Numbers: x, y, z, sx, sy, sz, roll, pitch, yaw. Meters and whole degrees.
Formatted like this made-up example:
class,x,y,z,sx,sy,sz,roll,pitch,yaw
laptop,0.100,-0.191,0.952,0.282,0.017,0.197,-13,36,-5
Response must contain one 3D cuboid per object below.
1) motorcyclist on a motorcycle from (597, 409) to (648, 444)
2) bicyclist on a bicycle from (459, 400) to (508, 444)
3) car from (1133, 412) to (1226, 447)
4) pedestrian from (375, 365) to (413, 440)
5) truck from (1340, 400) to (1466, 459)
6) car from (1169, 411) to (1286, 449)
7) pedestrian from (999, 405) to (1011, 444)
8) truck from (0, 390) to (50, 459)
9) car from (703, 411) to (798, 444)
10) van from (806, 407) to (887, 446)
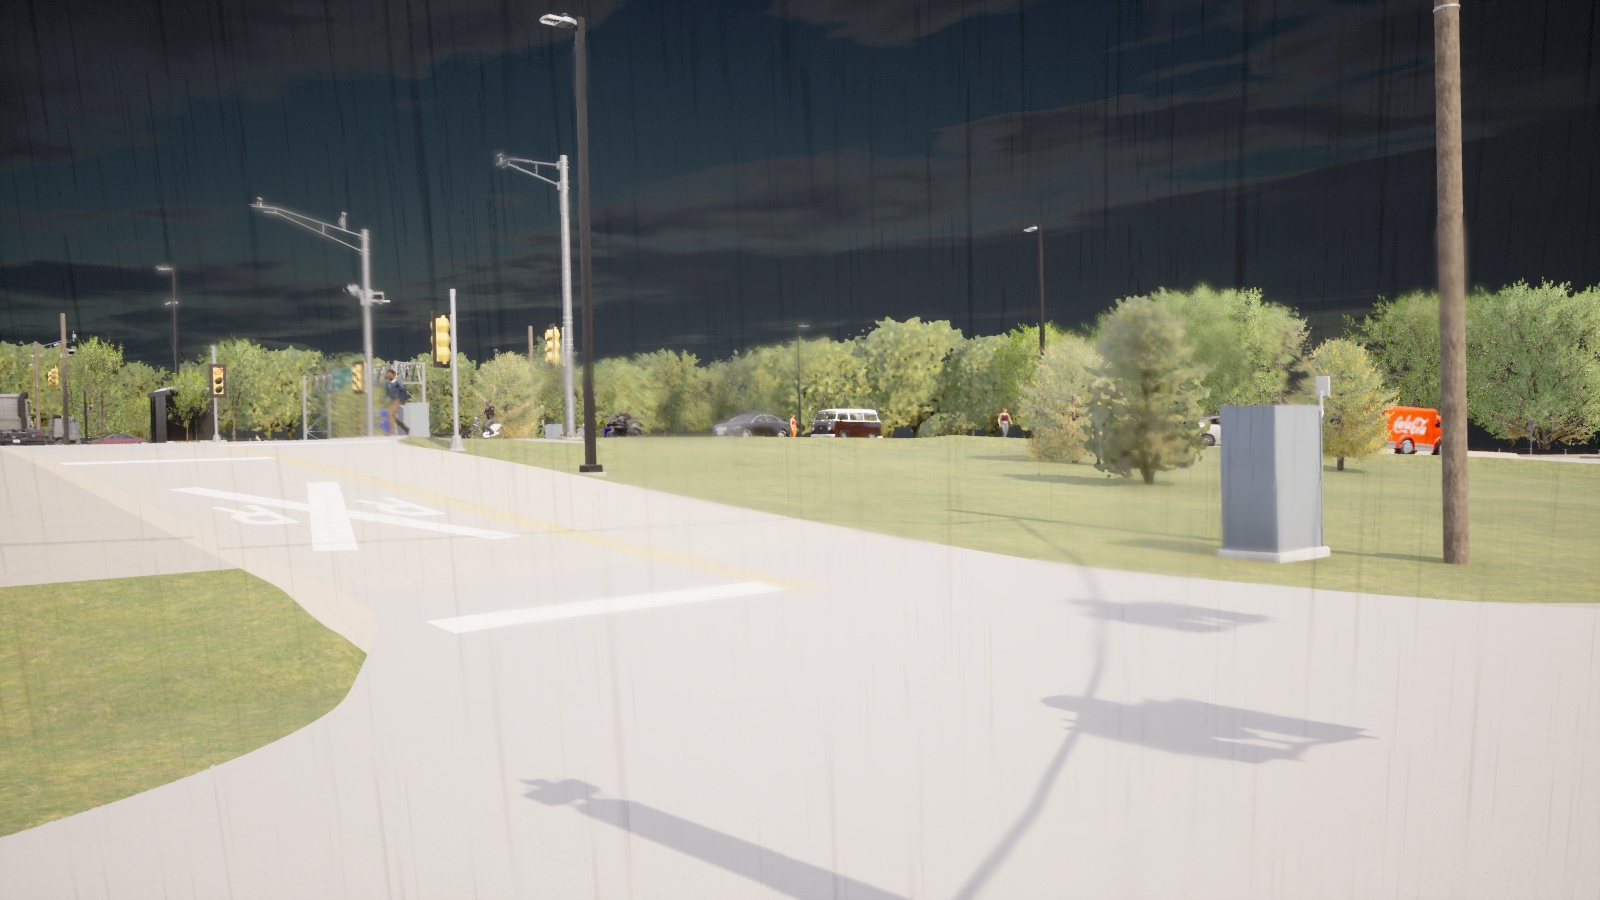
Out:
class,x,y,z,sx,sy,sz,roll,pitch,yaw
motorcyclist on a motorcycle,-7.991,-1.046,56.679,0.866,1.530,2.191,-1,-1,44
bicyclist on a bicycle,-13.017,-1.157,51.704,1.843,1.776,0.659,-1,0,-43
car,20.745,-1.141,68.853,1.932,1.855,4.605,-2,2,-38
pedestrian,-10.660,-1.243,32.972,0.423,1.949,0.788,-1,1,43
truck,29.749,-1.013,62.003,5.204,2.467,2.627,3,3,-24
car,19.171,-0.872,56.381,4.514,1.525,2.007,2,0,-10
pedestrian,9.780,-1.207,59.974,0.345,1.836,0.594,-2,1,-11
truck,-42.447,-1.262,67.000,2.891,3.462,7.936,-2,1,-39
car,-2.428,-1.098,62.692,2.128,1.511,4.902,-1,-1,36
van,2.609,-1.298,70.299,2.069,2.038,4.480,-1,-1,43
